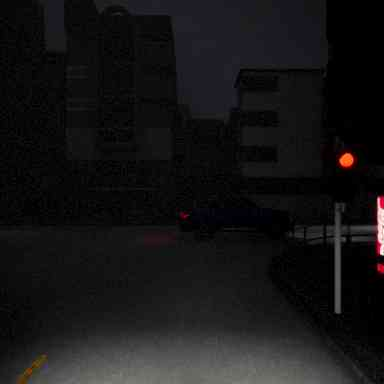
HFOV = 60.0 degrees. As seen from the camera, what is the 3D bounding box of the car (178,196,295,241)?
[{"bbox_3d":[2.100,1.221,16.281,5.566,2.045,2.150,0,0,1],"label":"car"}]
